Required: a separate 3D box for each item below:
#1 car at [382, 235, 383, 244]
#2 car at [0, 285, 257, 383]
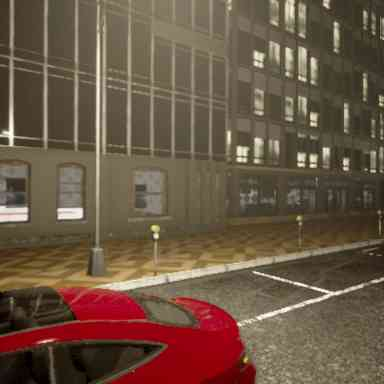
[{"bbox_3d":[9.322,1.547,13.203,4.829,1.417,1.752,0,0,-35],"label":"car"},{"bbox_3d":[-1.568,1.526,2.259,4.674,1.442,1.812,0,0,-36],"label":"car"}]
